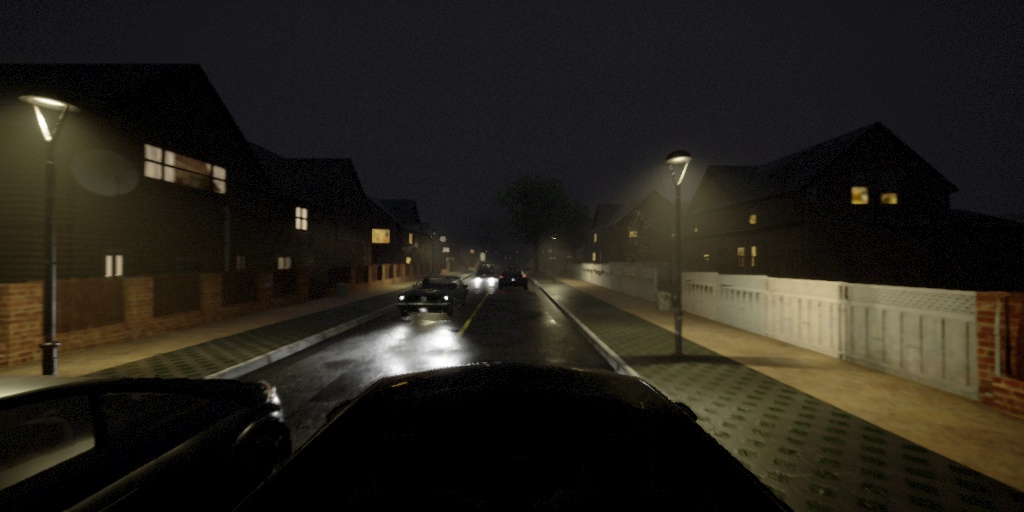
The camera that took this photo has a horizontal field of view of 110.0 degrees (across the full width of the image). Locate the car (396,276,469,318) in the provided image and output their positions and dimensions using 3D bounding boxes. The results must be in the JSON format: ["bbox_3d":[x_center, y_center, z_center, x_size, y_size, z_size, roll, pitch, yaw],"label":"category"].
[{"bbox_3d":[-2.828,1.448,13.724,1.895,1.301,4.718,0,0,0],"label":"car"}]

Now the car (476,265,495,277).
[{"bbox_3d":[-2.847,1.634,39.222,1.895,1.301,4.718,0,0,0],"label":"car"}]

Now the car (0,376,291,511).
[{"bbox_3d":[-2.848,1.311,1.302,1.994,1.385,4.181,0,-1,0],"label":"car"}]

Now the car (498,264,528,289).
[{"bbox_3d":[0.082,1.493,24.766,1.994,1.385,4.181,0,0,0],"label":"car"}]
